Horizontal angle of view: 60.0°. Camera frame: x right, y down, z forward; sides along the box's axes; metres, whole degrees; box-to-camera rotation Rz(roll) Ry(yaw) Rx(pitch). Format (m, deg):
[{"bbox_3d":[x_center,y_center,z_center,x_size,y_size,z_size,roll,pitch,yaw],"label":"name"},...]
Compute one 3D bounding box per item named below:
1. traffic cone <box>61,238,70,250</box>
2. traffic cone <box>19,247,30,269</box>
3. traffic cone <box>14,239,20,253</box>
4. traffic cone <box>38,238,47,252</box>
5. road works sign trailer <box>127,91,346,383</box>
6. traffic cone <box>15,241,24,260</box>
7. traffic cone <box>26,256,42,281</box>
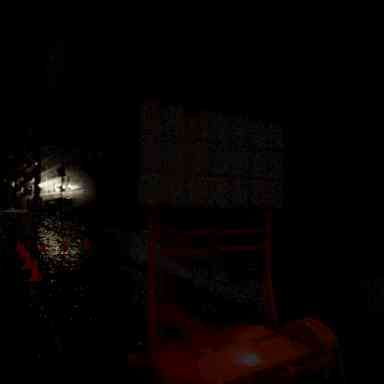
[{"bbox_3d":[-6.011,2.459,15.842,0.340,0.580,0.340,2,-2,-32],"label":"traffic cone"},{"bbox_3d":[-5.610,2.302,11.391,0.340,0.580,0.340,2,-2,-32],"label":"traffic cone"},{"bbox_3d":[-7.712,2.397,14.793,0.340,0.580,0.340,2,-2,-32],"label":"traffic cone"},{"bbox_3d":[-6.861,2.428,15.318,0.340,0.580,0.340,2,-2,-32],"label":"traffic cone"},{"bbox_3d":[0.224,0.640,4.459,2.380,3.560,2.880,2,-2,-32],"label":"road works sign trailer"},{"bbox_3d":[-6.661,2.349,13.092,0.340,0.580,0.340,2,-2,-32],"label":"traffic cone"},{"bbox_3d":[-4.559,2.254,9.690,0.340,0.580,0.340,2,-2,-32],"label":"traffic cone"}]
